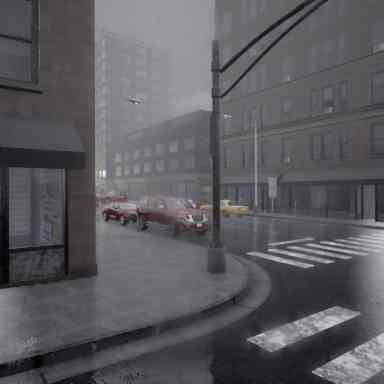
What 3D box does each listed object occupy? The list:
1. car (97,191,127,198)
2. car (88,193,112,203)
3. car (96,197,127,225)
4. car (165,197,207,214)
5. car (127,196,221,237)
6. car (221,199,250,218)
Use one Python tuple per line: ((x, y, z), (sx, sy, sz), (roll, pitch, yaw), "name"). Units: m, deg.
((-10.280, 0.717, 44.304), (2.192, 1.841, 5.009), (1, 0, -36), "car")
((-13.495, 0.883, 48.748), (2.008, 1.369, 4.403), (1, 0, -36), "car")
((-4.348, 1.288, 21.548), (1.887, 1.381, 4.507), (1, 0, -36), "car")
((-0.647, 1.204, 30.978), (1.802, 1.307, 4.206), (1, 0, -36), "car")
((-1.132, 1.138, 17.106), (2.192, 1.841, 5.009), (1, 0, -36), "car")
((2.466, 1.222, 26.674), (1.752, 1.417, 4.829), (1, 0, -36), "car")
